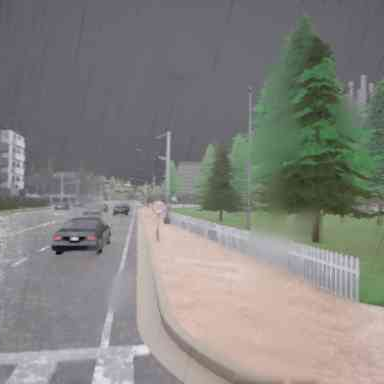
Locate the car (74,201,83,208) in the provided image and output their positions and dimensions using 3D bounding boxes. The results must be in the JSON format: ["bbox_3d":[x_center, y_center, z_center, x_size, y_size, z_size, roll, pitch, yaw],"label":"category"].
[{"bbox_3d":[-24.922,2.726,72.896,1.882,1.535,5.008,1,-1,-9],"label":"car"}]

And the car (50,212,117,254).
[{"bbox_3d":[-4.691,1.816,14.679,2.033,1.411,5.357,1,-1,-8],"label":"car"}]

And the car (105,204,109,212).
[{"bbox_3d":[-14.733,2.560,54.310,2.033,1.411,5.357,1,-1,-9],"label":"car"}]

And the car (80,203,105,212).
[{"bbox_3d":[-12.878,2.387,43.200,1.895,1.301,4.718,1,-1,-9],"label":"car"}]

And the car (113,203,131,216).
[{"bbox_3d":[-9.677,2.387,45.354,2.128,1.511,4.902,1,-1,-9],"label":"car"}]

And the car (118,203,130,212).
[{"bbox_3d":[-11.814,2.665,58.294,1.837,1.490,4.892,1,-1,-9],"label":"car"}]

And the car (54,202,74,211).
[{"bbox_3d":[-22.463,2.443,57.706,2.128,1.511,4.902,1,-1,-9],"label":"car"}]
